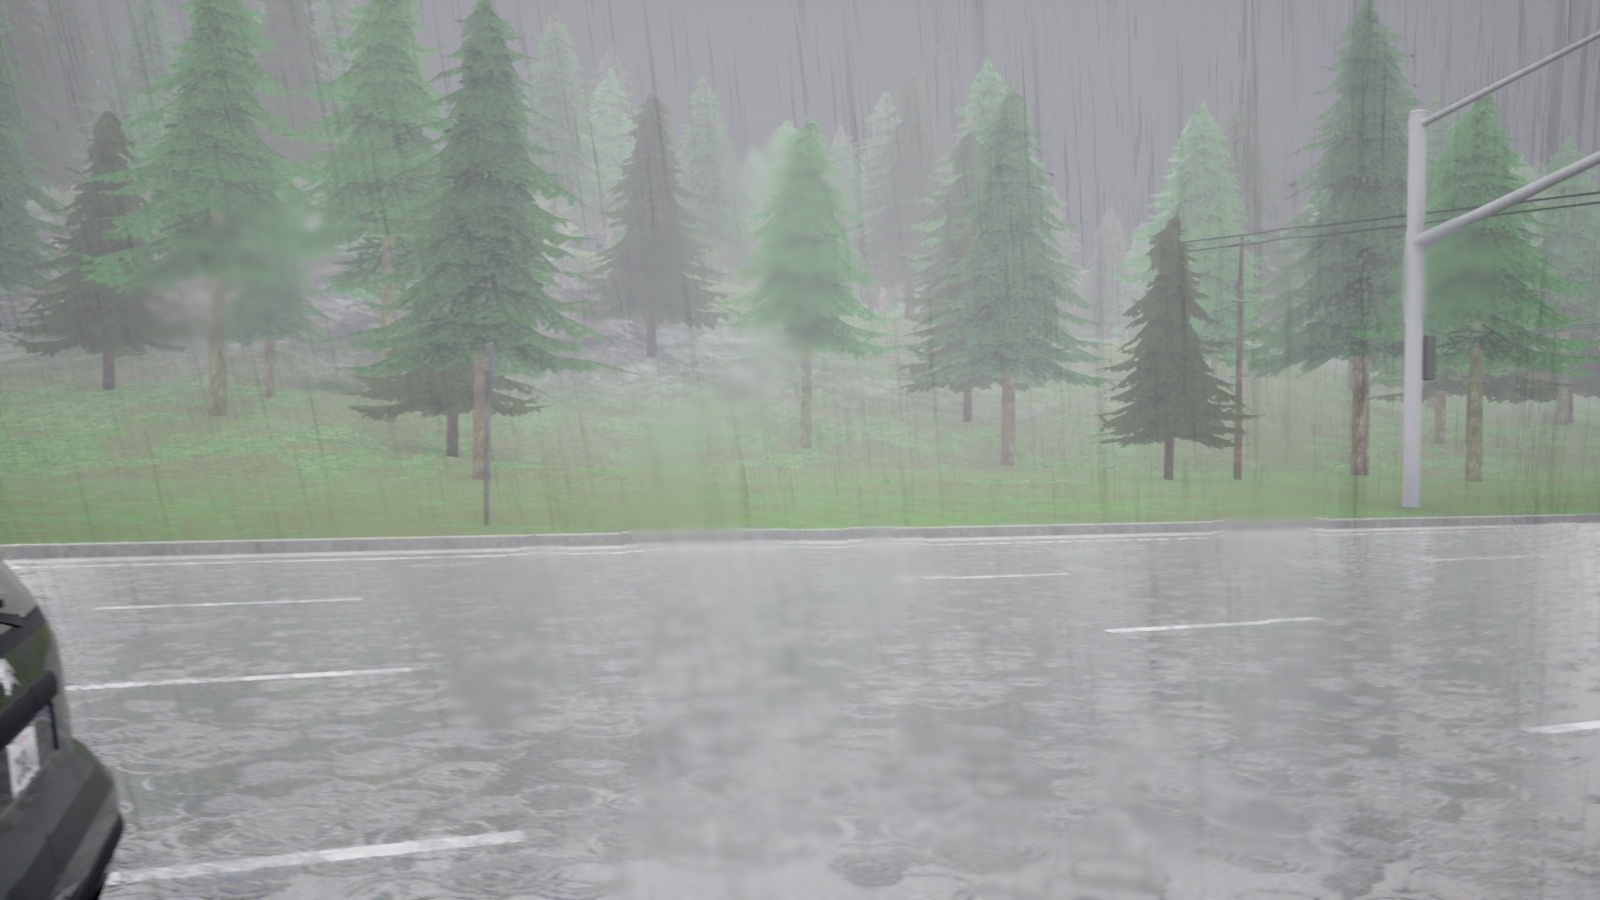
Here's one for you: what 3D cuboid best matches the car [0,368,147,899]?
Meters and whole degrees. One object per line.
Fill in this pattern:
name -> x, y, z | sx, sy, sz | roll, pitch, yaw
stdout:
car -> -3.381, 0.701, 1.954 | 3.988, 1.617, 1.851 | -1, 1, -21
